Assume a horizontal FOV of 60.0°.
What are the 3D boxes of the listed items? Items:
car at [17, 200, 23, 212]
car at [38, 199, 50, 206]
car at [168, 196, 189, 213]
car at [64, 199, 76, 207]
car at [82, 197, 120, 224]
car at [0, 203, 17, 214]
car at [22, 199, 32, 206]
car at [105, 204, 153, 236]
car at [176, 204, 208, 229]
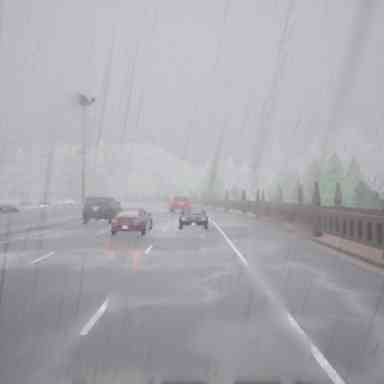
[{"bbox_3d":[-18.186,1.761,31.639,1.994,1.385,4.181,0,0,-6],"label":"car"},{"bbox_3d":[-31.194,2.138,70.035,1.994,1.385,4.181,0,-1,-30],"label":"car"},{"bbox_3d":[-1.659,1.482,41.281,2.150,2.045,5.566,0,0,-9],"label":"car"},{"bbox_3d":[-23.040,2.006,62.442,1.812,1.442,4.674,0,0,-24],"label":"car"},{"bbox_3d":[-7.068,1.378,26.541,2.150,2.045,5.566,0,0,-3],"label":"car"},{"bbox_3d":[-14.200,1.634,22.522,1.837,1.490,4.892,0,0,-1],"label":"car"},{"bbox_3d":[-33.555,2.124,67.213,1.994,1.385,4.181,0,-1,-30],"label":"car"},{"bbox_3d":[-3.401,1.635,19.253,1.812,1.442,4.674,0,0,0],"label":"car"},{"bbox_3d":[0.051,1.734,22.956,1.895,1.301,4.718,0,0,-1],"label":"car"}]
